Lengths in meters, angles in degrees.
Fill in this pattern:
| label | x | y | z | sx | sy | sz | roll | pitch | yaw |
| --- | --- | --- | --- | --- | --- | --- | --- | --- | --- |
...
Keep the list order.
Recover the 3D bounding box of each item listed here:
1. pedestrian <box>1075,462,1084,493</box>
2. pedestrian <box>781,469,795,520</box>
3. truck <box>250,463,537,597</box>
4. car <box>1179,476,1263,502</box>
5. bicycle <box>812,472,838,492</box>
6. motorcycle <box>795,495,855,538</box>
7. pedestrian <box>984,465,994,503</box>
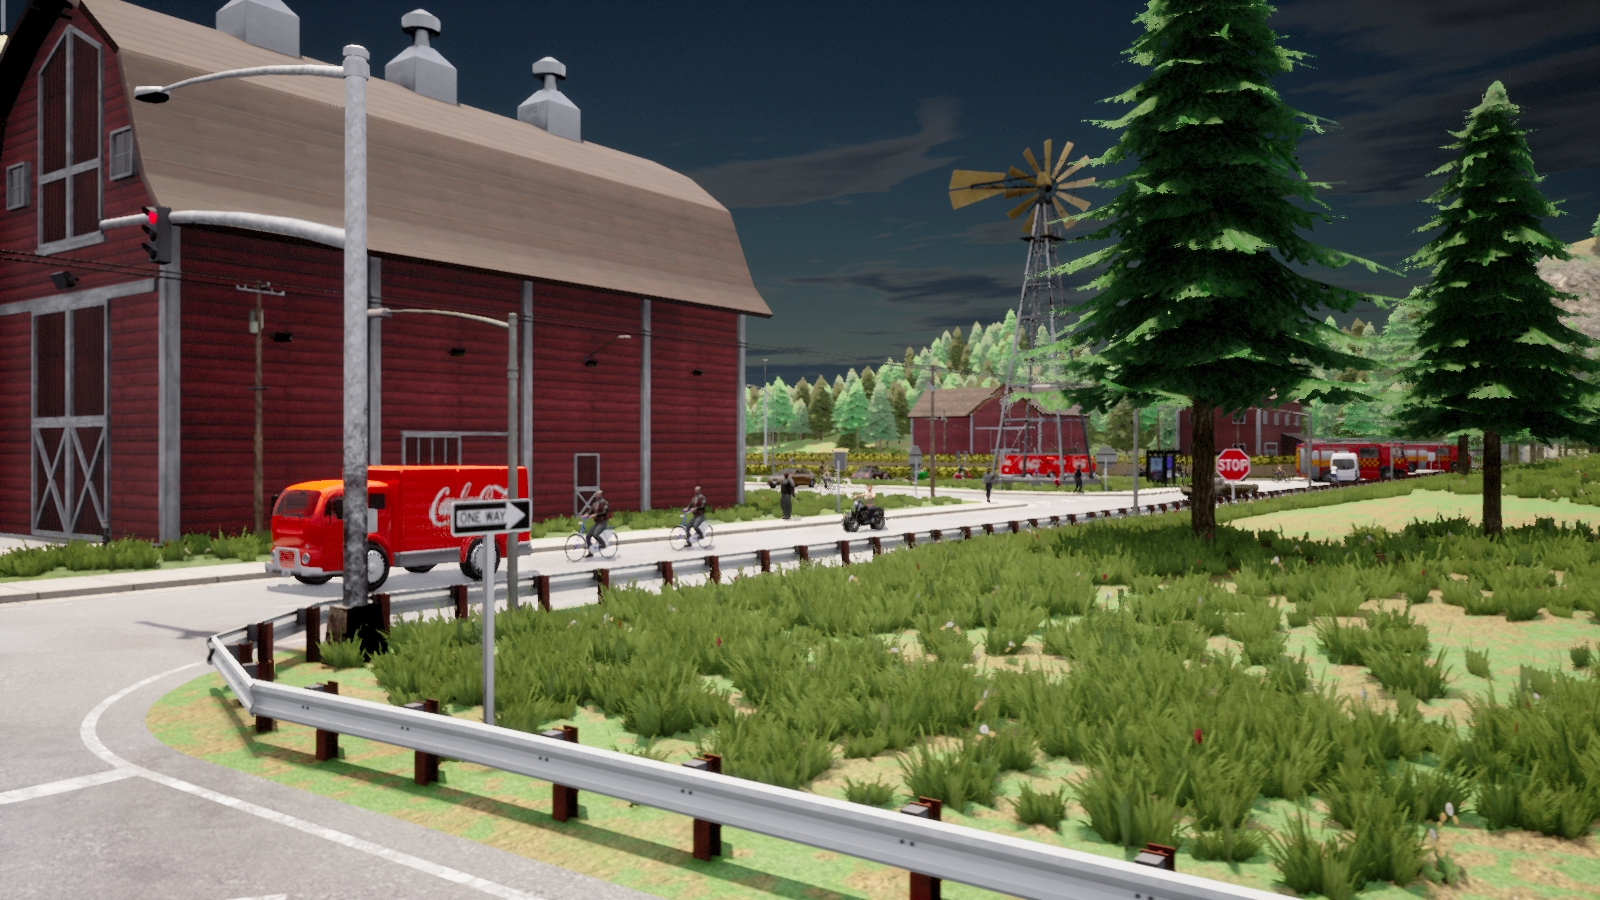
| label | x | y | z | sx | sy | sz | roll | pitch | yaw |
| --- | --- | --- | --- | --- | --- | --- | --- | --- | --- |
| pedestrian | 16.942 | 1.661 | 69.295 | 0.375 | 1.860 | 0.375 | 0 | 0 | -24 |
| pedestrian | -0.445 | 1.661 | 42.699 | 0.375 | 1.860 | 0.375 | 0 | 0 | 38 |
| truck | -8.500 | 1.538 | 24.379 | 2.627 | 2.467 | 5.204 | 0 | 0 | 35 |
| car | 23.241 | 2.130 | 63.044 | 4.718 | 1.301 | 1.895 | 0 | 0 | -34 |
| bicycle | 1.666 | 2.100 | 75.003 | 1.487 | 1.276 | 0.859 | 0 | 0 | 35 |
| motorcycle | 0.831 | 2.140 | 37.234 | 0.764 | 1.277 | 2.356 | 0 | 0 | 36 |
| pedestrian | 9.229 | 1.662 | 55.808 | 0.375 | 1.860 | 0.375 | 0 | 0 | 21 |
